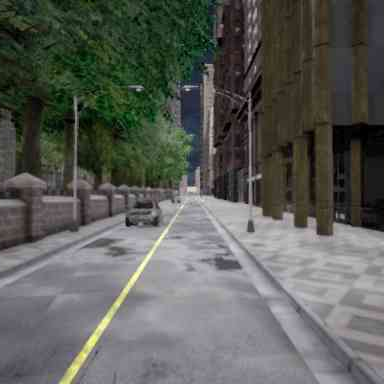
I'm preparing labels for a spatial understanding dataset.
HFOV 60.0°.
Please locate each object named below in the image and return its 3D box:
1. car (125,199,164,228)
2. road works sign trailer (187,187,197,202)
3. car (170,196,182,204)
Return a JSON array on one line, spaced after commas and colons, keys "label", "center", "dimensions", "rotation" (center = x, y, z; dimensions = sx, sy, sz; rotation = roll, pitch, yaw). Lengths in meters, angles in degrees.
[{"label": "car", "center": [-3.098, 1.350, 22.298], "dimensions": [2.097, 1.767, 4.553], "rotation": [0, 0, 0]}, {"label": "road works sign trailer", "center": [0.009, 0.486, 74.782], "dimensions": [2.380, 3.560, 2.880], "rotation": [0, 0, 0]}, {"label": "car", "center": [-3.017, 1.529, 63.337], "dimensions": [1.837, 1.490, 4.892], "rotation": [0, 0, 1]}]
